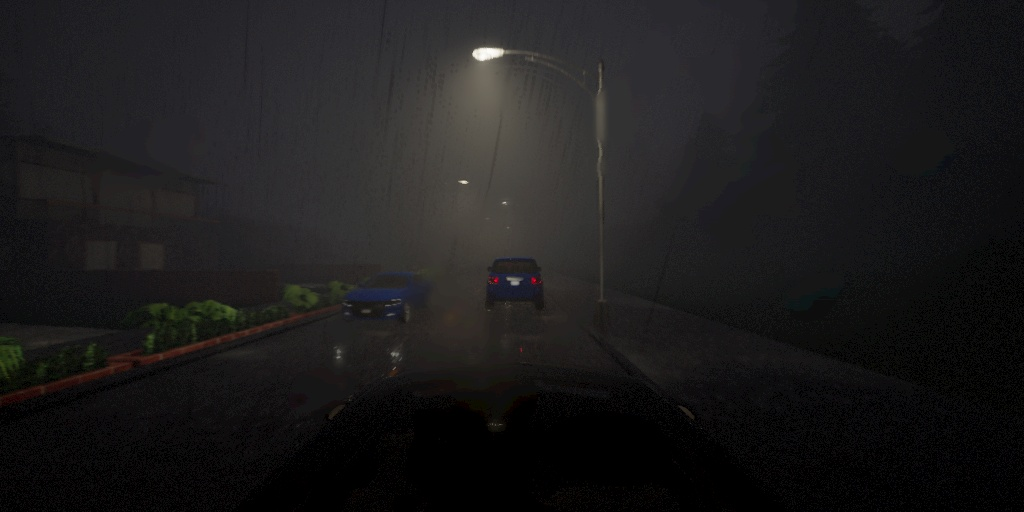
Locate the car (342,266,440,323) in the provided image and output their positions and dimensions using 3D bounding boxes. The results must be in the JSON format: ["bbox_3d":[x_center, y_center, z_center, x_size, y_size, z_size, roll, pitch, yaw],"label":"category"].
[{"bbox_3d":[-4.094,1.293,12.569,1.882,1.535,5.008,0,0,0],"label":"car"}]

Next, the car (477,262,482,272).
[{"bbox_3d":[-4.047,1.540,53.467,1.882,1.535,5.008,0,0,0],"label":"car"}]

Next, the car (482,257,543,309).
[{"bbox_3d":[0.107,1.056,15.483,2.150,2.045,5.566,0,0,0],"label":"car"}]
